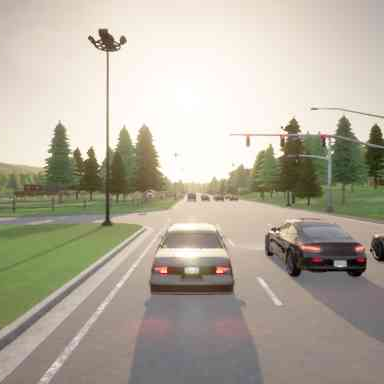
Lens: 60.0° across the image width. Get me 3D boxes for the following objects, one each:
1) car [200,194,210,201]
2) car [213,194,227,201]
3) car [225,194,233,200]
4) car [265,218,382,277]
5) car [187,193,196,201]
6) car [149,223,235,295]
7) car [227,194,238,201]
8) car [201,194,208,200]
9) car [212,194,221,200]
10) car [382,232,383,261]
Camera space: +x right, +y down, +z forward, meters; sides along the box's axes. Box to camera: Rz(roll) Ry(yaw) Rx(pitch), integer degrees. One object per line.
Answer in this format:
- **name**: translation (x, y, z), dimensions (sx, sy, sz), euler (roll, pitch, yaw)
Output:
- **car**: translation (3.464, 1.531, 83.558), dimensions (2.033, 1.411, 5.357), euler (0, 0, 0)
- **car**: translation (6.964, 1.347, 83.946), dimensions (2.097, 1.767, 4.553), euler (0, 0, 0)
- **car**: translation (10.460, 1.356, 93.981), dimensions (1.812, 1.442, 4.674), euler (0, 0, 0)
- **car**: translation (3.515, 1.526, 10.149), dimensions (1.812, 1.442, 4.674), euler (0, 0, 0)
- **car**: translation (-0.036, 1.217, 83.586), dimensions (2.150, 2.045, 5.566), euler (0, 0, 0)
- **car**: translation (0.001, 1.547, 8.871), dimensions (2.033, 1.411, 5.357), euler (0, 0, 0)
- **car**: translation (10.464, 1.587, 84.007), dimensions (1.895, 1.301, 4.718), euler (0, 0, 0)
- **car**: translation (3.460, 1.310, 93.978), dimensions (1.882, 1.535, 5.008), euler (0, 0, 0)
- **car**: translation (6.960, 1.372, 93.979), dimensions (2.033, 1.411, 5.357), euler (0, 0, 0)
- **car**: translation (7.004, 1.564, 9.610), dimensions (1.994, 1.385, 4.181), euler (0, 0, 1)
